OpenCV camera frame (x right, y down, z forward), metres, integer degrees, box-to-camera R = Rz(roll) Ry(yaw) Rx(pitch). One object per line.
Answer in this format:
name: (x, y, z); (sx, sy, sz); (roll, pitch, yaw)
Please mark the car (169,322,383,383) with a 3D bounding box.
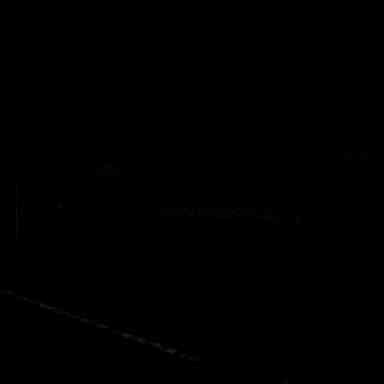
car: (1.601, 1.440, 1.821); (4.097, 1.590, 1.967); (0, 0, 35)
